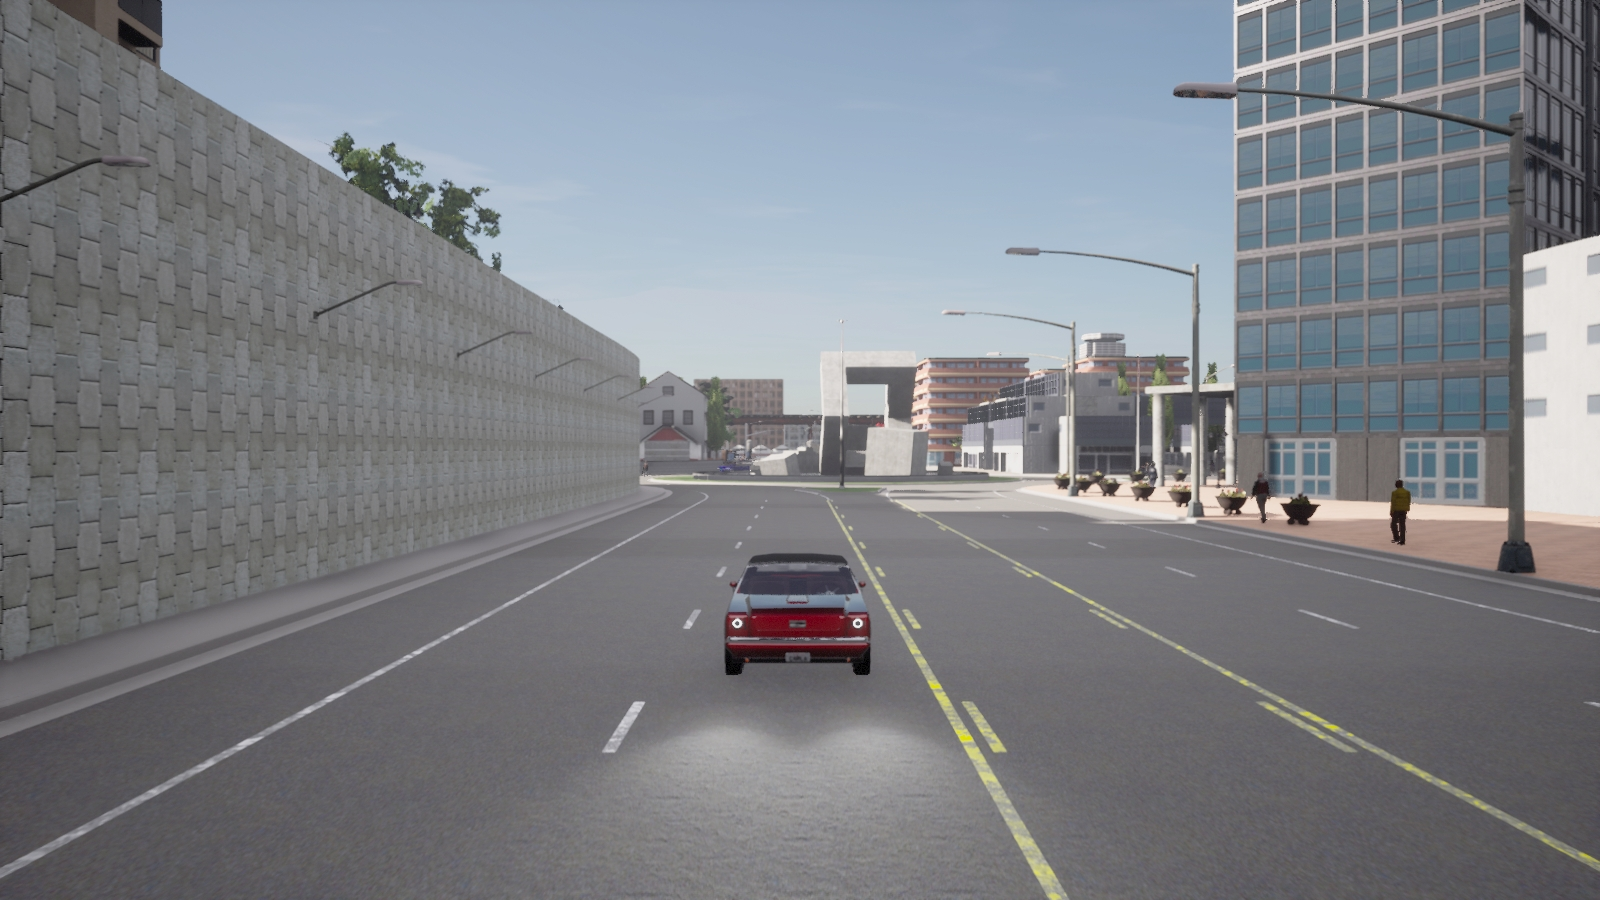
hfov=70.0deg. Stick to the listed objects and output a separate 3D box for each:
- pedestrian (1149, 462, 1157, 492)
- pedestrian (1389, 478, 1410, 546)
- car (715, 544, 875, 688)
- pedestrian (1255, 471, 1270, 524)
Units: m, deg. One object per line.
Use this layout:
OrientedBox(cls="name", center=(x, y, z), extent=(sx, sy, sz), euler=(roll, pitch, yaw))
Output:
OrientedBox(cls="pedestrian", center=(21.963, 1.705, 71.164), extent=(0.375, 1.860, 0.375), euler=(0, 0, 36))
OrientedBox(cls="pedestrian", center=(16.483, 1.693, 31.413), extent=(0.375, 1.860, 0.375), euler=(0, 0, 0))
OrientedBox(cls="car", center=(-0.060, 2.153, 15.836), extent=(1.895, 1.301, 4.718), euler=(0, 0, 0))
OrientedBox(cls="pedestrian", center=(16.515, 1.693, 40.812), extent=(0.375, 1.860, 0.375), euler=(0, 0, 0))
